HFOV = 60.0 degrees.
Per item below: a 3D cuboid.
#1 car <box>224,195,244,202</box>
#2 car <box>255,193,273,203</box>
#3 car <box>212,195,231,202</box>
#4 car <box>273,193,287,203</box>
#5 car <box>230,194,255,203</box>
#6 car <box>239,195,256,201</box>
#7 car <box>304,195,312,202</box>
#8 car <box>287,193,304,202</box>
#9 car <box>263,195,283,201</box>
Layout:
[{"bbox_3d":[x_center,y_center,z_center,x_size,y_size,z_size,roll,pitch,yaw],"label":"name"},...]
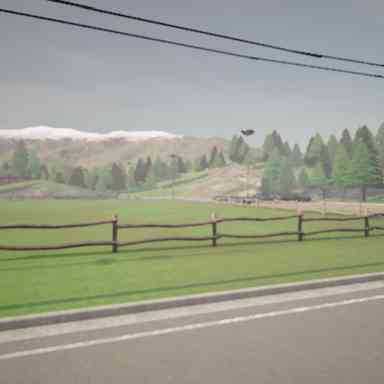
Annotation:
[{"bbox_3d":[9.472,1.400,75.507,2.033,1.411,5.357,0,0,-21],"label":"car"},{"bbox_3d":[13.180,1.467,65.883,2.033,1.411,5.357,0,0,-20],"label":"car"},{"bbox_3d":[6.200,1.404,74.263,2.033,1.411,5.357,0,0,-21],"label":"car"},{"bbox_3d":[16.367,1.407,67.226,2.128,1.511,4.902,0,0,-21],"label":"car"},{"bbox_3d":[9.813,1.487,64.910,1.994,1.385,4.181,0,0,-20],"label":"car"},{"bbox_3d":[12.733,1.449,76.779,1.895,1.301,4.718,0,0,-21],"label":"car"},{"bbox_3d":[22.908,1.407,69.719,1.837,1.490,4.892,0,0,-21],"label":"car"},{"bbox_3d":[19.752,1.137,68.170,2.150,2.045,5.566,0,0,-21],"label":"car"},{"bbox_3d":[19.286,1.383,79.239,2.033,1.411,5.357,0,0,-21],"label":"car"}]
